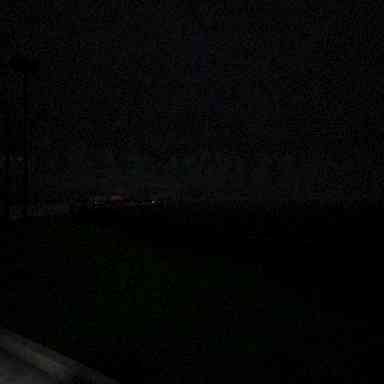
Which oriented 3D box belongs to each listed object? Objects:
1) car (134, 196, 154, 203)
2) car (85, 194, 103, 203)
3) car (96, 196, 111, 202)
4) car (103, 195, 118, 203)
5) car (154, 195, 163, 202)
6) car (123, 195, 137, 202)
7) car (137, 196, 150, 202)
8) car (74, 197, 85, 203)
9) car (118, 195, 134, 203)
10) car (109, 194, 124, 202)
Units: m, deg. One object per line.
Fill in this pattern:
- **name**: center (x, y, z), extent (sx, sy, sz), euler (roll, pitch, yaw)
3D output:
- **car**: center (-10.330, 1.758, 72.027), extent (1.994, 1.385, 4.181), euler (0, 0, 10)
- **car**: center (-20.735, 1.460, 73.493), extent (2.150, 2.045, 5.566), euler (0, 0, 10)
- **car**: center (-22.354, 1.642, 84.336), extent (1.812, 1.442, 4.674), euler (0, 0, 10)
- **car**: center (-17.215, 1.828, 73.287), extent (1.895, 1.301, 4.718), euler (0, 0, 10)
- **car**: center (-8.572, 1.541, 81.875), extent (1.882, 1.535, 5.008), euler (0, 0, 10)
- **car**: center (-15.463, 1.568, 83.106), extent (1.882, 1.535, 5.008), euler (0, 0, 10)
- **car**: center (-12.017, 1.629, 82.490), extent (1.994, 1.385, 4.181), euler (0, 0, 10)
- **car**: center (-24.185, 1.798, 74.078), extent (2.033, 1.411, 5.357), euler (0, 0, 10)
- **car**: center (-13.764, 1.564, 72.706), extent (2.097, 1.767, 4.553), euler (0, 0, 10)
- **car**: center (-18.914, 1.459, 83.692), extent (2.097, 1.767, 4.553), euler (0, 0, 10)
